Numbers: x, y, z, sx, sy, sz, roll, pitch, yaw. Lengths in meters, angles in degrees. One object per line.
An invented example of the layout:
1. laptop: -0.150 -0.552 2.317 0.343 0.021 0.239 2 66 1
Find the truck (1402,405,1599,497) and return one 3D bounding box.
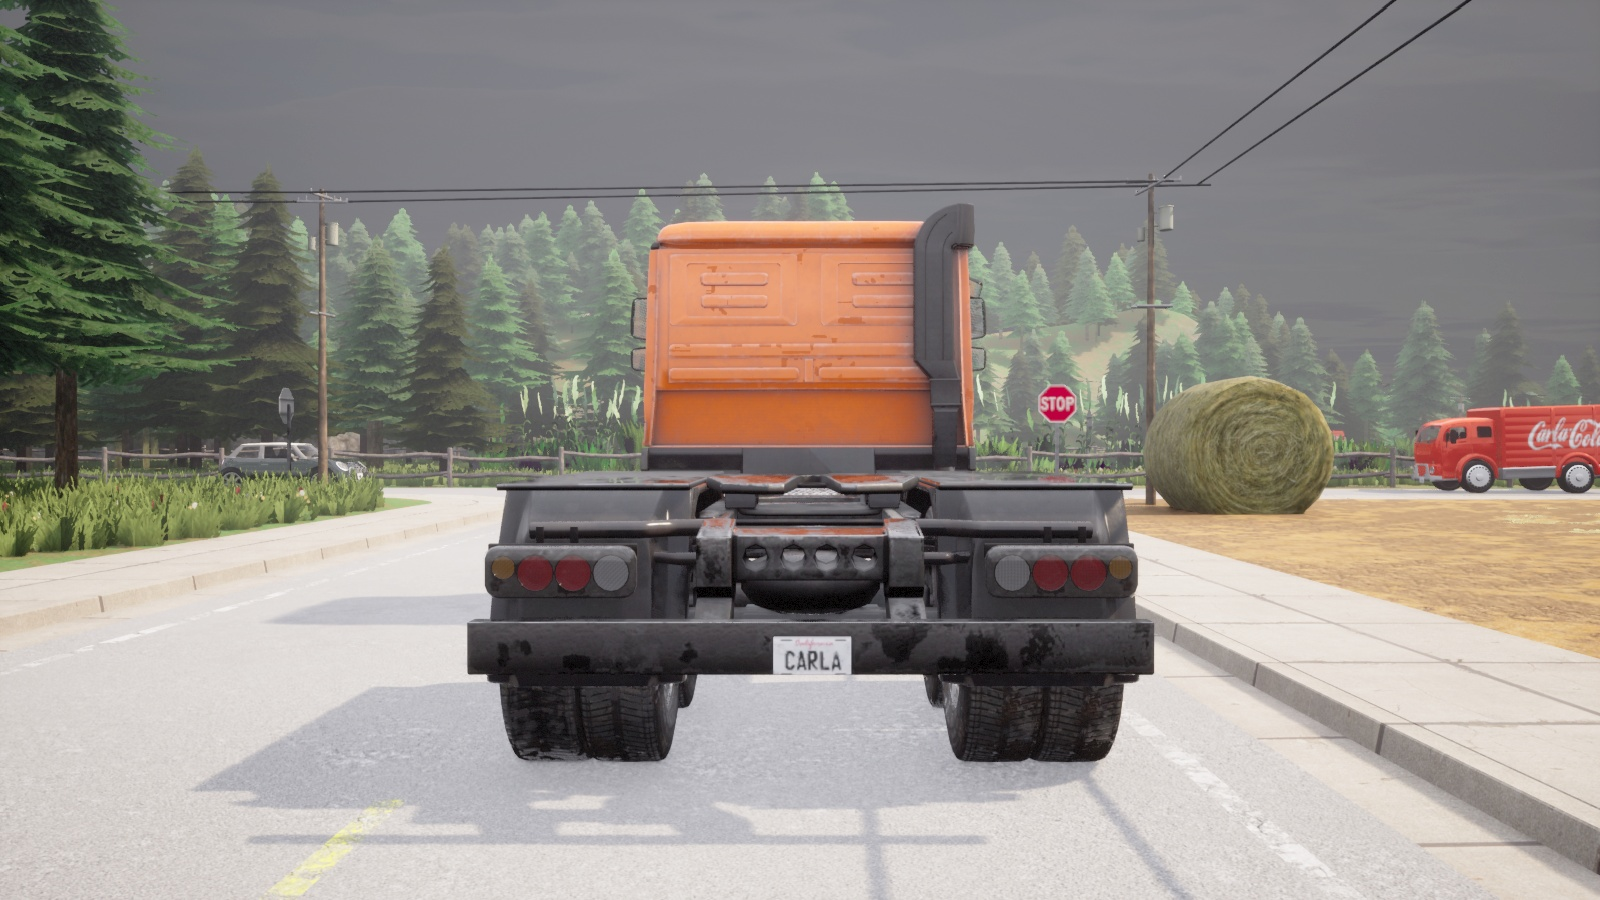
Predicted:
1. truck: 20.911 0.010 36.823 5.204 2.467 2.627 -2 0 3

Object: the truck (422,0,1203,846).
1. truck: 0.063 -0.284 8.625 2.891 3.462 7.936 0 0 0

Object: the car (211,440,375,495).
1. car: -14.161 0.467 35.216 3.806 1.475 1.970 0 0 3
